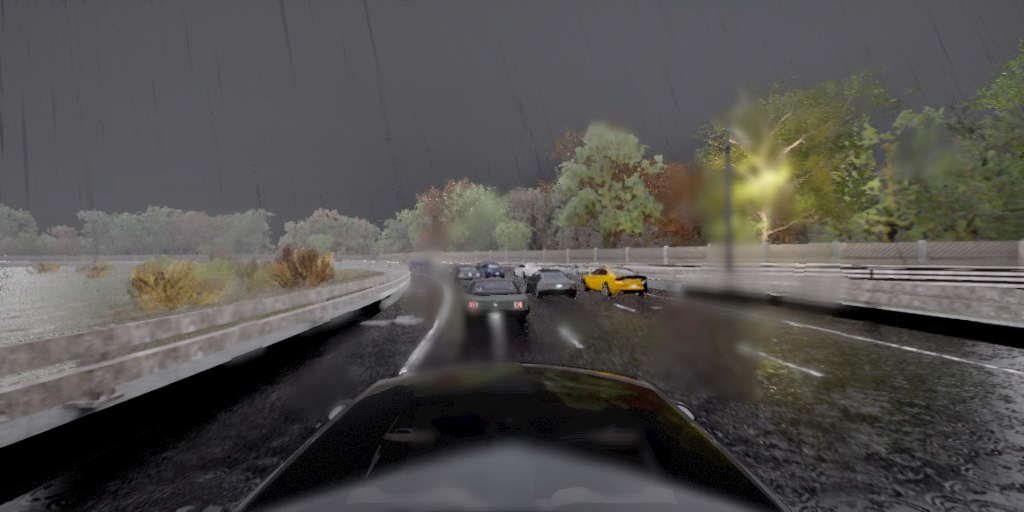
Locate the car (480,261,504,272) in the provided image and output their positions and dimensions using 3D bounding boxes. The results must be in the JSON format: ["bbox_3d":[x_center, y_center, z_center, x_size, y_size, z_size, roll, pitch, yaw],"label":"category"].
[{"bbox_3d":[-2.064,1.448,35.118,1.812,1.442,4.674,0,0,-18],"label":"car"}]

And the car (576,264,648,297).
[{"bbox_3d":[5.358,1.297,19.388,1.882,1.535,5.008,0,0,-9],"label":"car"}]

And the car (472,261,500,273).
[{"bbox_3d":[-3.716,1.515,50.181,1.837,1.490,4.892,0,-1,-33],"label":"car"}]

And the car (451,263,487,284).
[{"bbox_3d":[-3.746,1.443,28.750,2.033,1.411,5.357,0,0,-15],"label":"car"}]

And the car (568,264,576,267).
[{"bbox_3d":[6.289,1.514,36.784,1.895,1.301,4.718,0,0,-41],"label":"car"}]

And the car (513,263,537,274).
[{"bbox_3d":[1.561,1.436,35.194,1.812,1.442,4.674,0,0,-18],"label":"car"}]

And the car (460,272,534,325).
[{"bbox_3d":[-0.653,1.404,12.141,1.895,1.301,4.718,0,0,-6],"label":"car"}]

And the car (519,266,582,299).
[{"bbox_3d":[1.890,1.393,18.900,1.994,1.385,4.181,0,0,-10],"label":"car"}]
